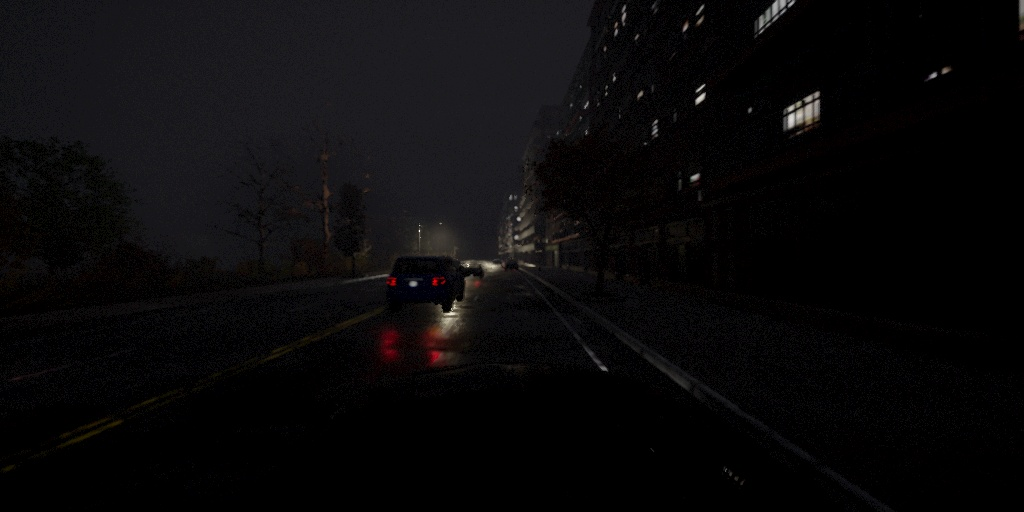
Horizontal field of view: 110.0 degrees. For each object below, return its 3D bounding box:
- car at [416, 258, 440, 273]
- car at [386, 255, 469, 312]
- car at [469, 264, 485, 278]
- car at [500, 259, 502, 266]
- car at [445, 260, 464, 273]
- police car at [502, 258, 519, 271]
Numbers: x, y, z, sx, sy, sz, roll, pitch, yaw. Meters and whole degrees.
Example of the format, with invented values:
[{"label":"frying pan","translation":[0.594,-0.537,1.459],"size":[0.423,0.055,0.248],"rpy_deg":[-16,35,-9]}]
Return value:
[{"label":"car","translation":[-10.670,1.193,45.989],"size":[2.097,1.767,4.553],"rpy_deg":[0,0,-2]},{"label":"car","translation":[-3.261,0.992,14.489],"size":[2.150,2.045,5.566],"rpy_deg":[0,0,0]},{"label":"car","translation":[-3.616,1.405,34.018],"size":[1.895,1.301,4.718],"rpy_deg":[0,0,-1]},{"label":"car","translation":[-0.564,1.318,61.205],"size":[1.801,1.575,5.366],"rpy_deg":[0,0,-3]},{"label":"car","translation":[-7.445,1.341,46.802],"size":[1.837,1.490,4.892],"rpy_deg":[0,0,-2]},{"label":"police car","translation":[-0.075,1.262,51.083],"size":[1.930,1.638,5.238],"rpy_deg":[0,0,-2]}]
